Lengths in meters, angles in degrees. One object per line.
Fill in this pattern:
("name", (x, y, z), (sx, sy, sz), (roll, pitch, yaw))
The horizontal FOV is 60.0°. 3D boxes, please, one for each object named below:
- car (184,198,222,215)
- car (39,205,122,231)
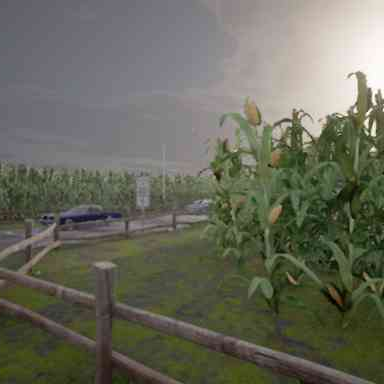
("car", (1.170, 1.309, 30.959), (1.812, 1.442, 4.674), (1, 1, 36))
("car", (-6.598, 1.472, 20.051), (1.895, 1.301, 4.718), (1, 1, 34))
